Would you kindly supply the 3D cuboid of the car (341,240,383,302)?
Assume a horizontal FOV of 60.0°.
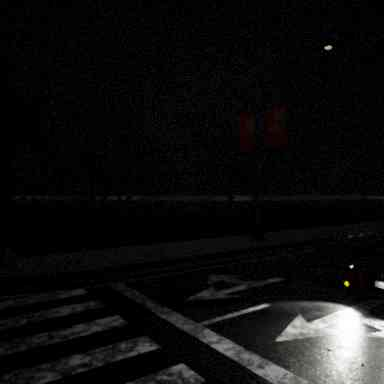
[{"bbox_3d":[5.228,1.588,7.452,4.181,1.385,1.994,0,0,-35],"label":"car"}]
